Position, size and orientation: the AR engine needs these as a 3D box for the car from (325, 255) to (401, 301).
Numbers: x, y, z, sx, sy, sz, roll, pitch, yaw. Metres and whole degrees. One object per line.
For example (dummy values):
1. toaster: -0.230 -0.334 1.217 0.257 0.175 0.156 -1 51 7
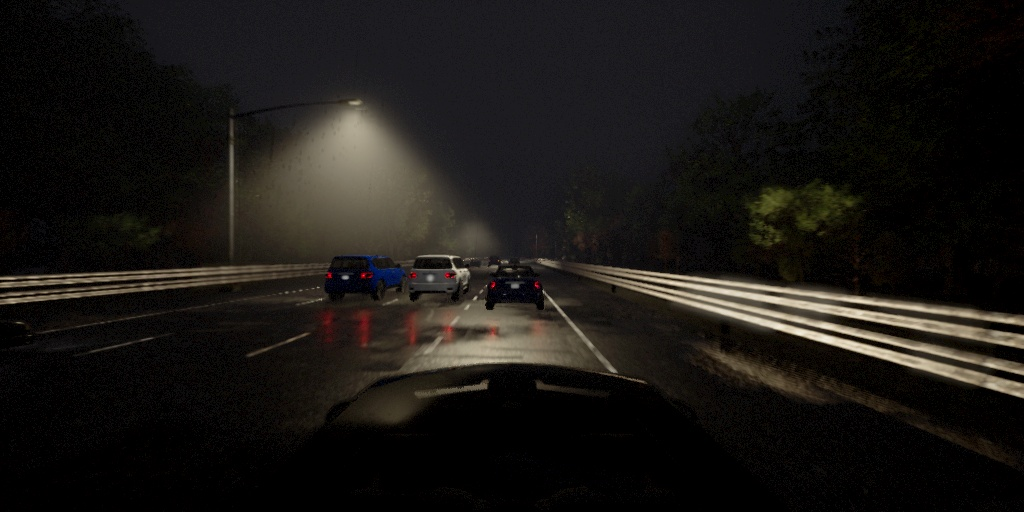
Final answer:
1. car: -6.882 0.970 17.504 2.150 2.045 5.566 0 0 0

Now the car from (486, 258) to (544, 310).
1. car: 0.114 1.100 14.931 2.097 1.767 4.553 0 0 0

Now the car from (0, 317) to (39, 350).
1. car: -10.400 1.294 4.623 2.033 1.411 5.357 0 0 0

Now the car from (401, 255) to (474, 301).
1. car: -3.381 0.971 17.565 2.150 2.045 5.566 0 0 0
